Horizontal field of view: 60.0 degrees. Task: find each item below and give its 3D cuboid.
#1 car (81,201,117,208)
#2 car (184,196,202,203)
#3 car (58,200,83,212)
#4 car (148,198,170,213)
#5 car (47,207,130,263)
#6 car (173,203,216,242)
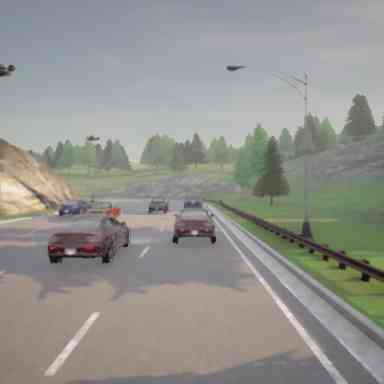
[{"bbox_3d":[-6.887,1.495,26.364,1.895,1.301,4.718,0,0,0],"label":"car"},{"bbox_3d":[0.118,1.196,38.562,2.097,1.767,4.553,0,0,0],"label":"car"},{"bbox_3d":[-10.387,1.406,29.821,1.812,1.442,4.674,0,0,0],"label":"car"},{"bbox_3d":[-3.384,1.352,34.533,2.128,1.511,4.902,0,0,0],"label":"car"},{"bbox_3d":[-3.396,1.479,11.606,1.812,1.442,4.674,0,0,0],"label":"car"},{"bbox_3d":[0.106,1.461,15.778,1.812,1.442,4.674,0,0,0],"label":"car"}]
